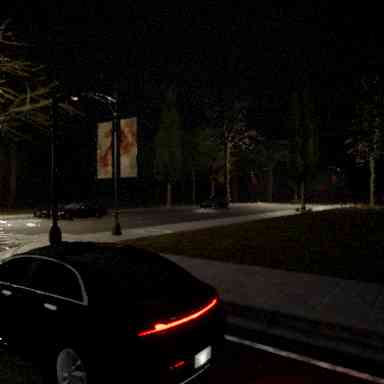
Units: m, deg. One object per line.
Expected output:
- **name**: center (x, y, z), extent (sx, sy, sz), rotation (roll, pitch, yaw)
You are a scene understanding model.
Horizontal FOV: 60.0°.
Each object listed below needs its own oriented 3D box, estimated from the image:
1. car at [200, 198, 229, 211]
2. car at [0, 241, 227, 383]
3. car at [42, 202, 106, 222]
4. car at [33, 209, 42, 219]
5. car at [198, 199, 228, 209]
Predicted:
- **car**: center (3.290, 1.626, 46.135), extent (2.097, 1.767, 4.553), rotation (0, 0, 35)
- **car**: center (-1.838, 1.515, 4.986), extent (4.892, 1.490, 1.837), rotation (0, 0, 36)
- **car**: center (-9.490, 1.641, 27.919), extent (2.128, 1.511, 4.902), rotation (0, 0, 35)
- **car**: center (-11.984, 1.718, 30.027), extent (1.994, 1.385, 4.181), rotation (0, 0, 35)
- **car**: center (3.365, 1.858, 51.864), extent (2.033, 1.411, 5.357), rotation (0, 0, 35)
